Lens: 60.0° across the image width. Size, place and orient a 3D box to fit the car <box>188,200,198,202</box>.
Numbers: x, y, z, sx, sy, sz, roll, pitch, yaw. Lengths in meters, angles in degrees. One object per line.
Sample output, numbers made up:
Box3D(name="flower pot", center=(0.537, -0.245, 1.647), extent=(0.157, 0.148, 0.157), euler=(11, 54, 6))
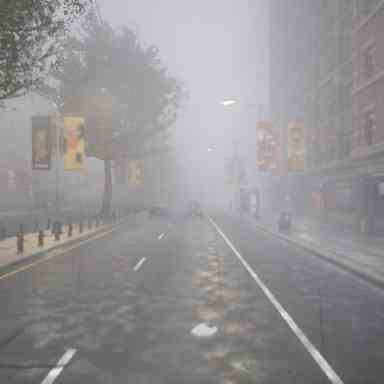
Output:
Box3D(name="car", center=(0.174, 1.876, 44.611), extent=(2.097, 1.767, 4.553), euler=(0, -1, 0))

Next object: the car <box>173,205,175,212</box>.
Box3D(name="car", center=(-3.417, 2.078, 45.118), extent=(2.033, 1.411, 5.357), euler=(0, -1, 0))

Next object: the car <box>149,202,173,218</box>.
Box3D(name="car", center=(-3.351, 1.891, 35.124), extent=(1.882, 1.535, 5.008), euler=(0, -1, 0))

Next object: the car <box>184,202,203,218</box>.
Box3D(name="car", center=(0.159, 2.017, 35.332), extent=(1.895, 1.301, 4.718), euler=(0, -1, 0))
